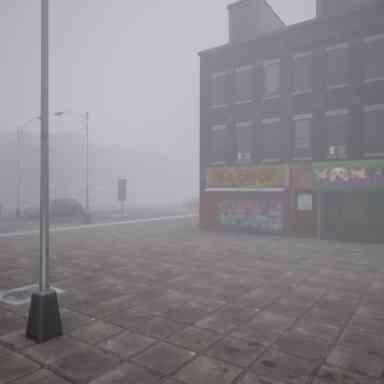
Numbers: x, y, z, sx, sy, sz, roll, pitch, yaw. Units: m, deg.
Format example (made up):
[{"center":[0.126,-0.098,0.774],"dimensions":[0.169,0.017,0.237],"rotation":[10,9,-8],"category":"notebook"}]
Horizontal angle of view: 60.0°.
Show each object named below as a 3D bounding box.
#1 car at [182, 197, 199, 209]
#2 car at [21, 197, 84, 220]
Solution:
[{"center":[0.685,1.340,42.762],"dimensions":[1.882,1.535,5.008],"rotation":[0,0,35],"category":"car"},{"center":[-10.931,1.287,26.275],"dimensions":[2.097,1.767,4.553],"rotation":[0,0,35],"category":"car"}]
